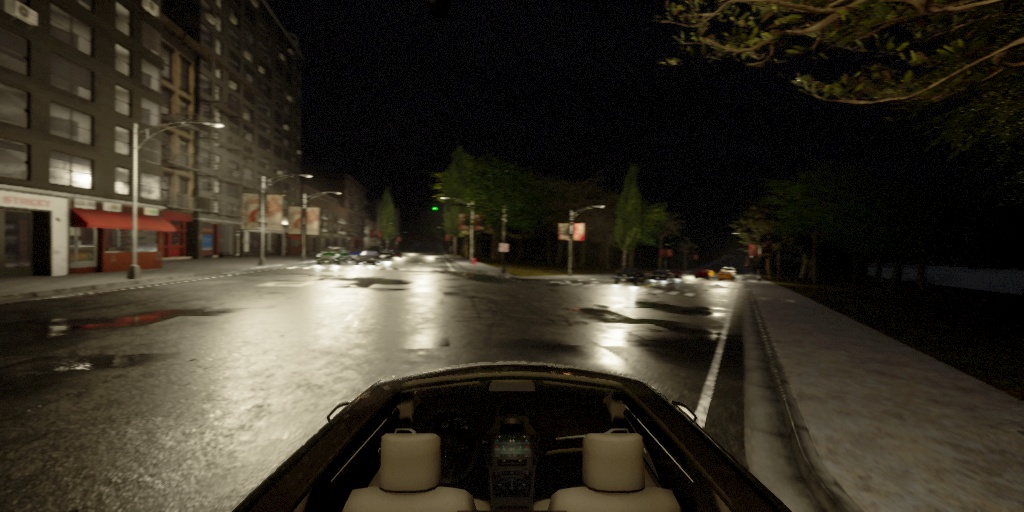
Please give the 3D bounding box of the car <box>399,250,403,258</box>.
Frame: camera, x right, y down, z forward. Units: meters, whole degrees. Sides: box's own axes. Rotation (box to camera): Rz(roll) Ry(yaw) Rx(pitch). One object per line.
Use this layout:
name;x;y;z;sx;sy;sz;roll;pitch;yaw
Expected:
car;-19.957;-0.315;61.751;1.994;1.385;4.181;1;1;-12

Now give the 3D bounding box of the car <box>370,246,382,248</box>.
car;-22.976;-0.725;60.374;2.150;2.045;5.566;1;1;-12

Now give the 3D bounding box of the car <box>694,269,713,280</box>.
car;29.796;2.909;56.225;1.882;1.535;5.008;3;-1;33

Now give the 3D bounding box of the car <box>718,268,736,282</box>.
car;32.525;3.035;54.468;1.882;1.535;5.008;3;-1;33

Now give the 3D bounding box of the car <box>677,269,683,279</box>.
car;24.363;2.653;53.835;1.812;1.442;4.674;3;0;33

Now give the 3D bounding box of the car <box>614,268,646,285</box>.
car;10.889;1.853;32.909;1.812;1.442;4.674;3;0;33

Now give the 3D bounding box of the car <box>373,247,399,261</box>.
car;-17.287;-0.146;49.188;2.128;1.511;4.902;1;1;-12

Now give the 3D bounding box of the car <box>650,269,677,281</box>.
car;19.052;2.339;45.550;2.033;1.411;5.357;3;-1;33

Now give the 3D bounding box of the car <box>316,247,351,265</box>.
car;-17.735;-0.106;35.712;2.097;1.767;4.553;1;1;-12

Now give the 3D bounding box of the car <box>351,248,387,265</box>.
car;-14.693;0.157;37.039;2.033;1.411;5.357;1;1;-12
